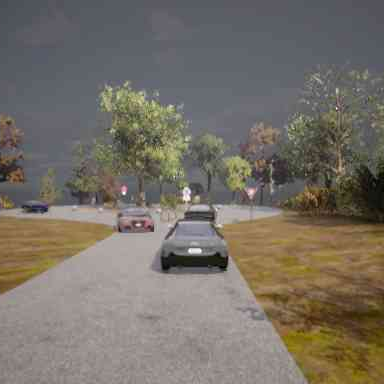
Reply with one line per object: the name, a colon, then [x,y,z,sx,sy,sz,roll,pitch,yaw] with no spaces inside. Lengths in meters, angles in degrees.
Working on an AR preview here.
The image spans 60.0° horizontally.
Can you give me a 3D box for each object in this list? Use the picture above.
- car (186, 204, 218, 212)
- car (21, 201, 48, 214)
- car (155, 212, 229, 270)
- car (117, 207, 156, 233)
car: [0.634,1.485,21.558,1.882,1.535,5.008,0,0,7]
car: [-17.021,1.612,35.889,1.895,1.301,4.718,0,0,-37]
car: [0.084,1.568,11.050,1.994,1.385,4.181,0,0,0]
car: [-3.389,1.570,19.728,1.994,1.385,4.181,0,0,-16]
